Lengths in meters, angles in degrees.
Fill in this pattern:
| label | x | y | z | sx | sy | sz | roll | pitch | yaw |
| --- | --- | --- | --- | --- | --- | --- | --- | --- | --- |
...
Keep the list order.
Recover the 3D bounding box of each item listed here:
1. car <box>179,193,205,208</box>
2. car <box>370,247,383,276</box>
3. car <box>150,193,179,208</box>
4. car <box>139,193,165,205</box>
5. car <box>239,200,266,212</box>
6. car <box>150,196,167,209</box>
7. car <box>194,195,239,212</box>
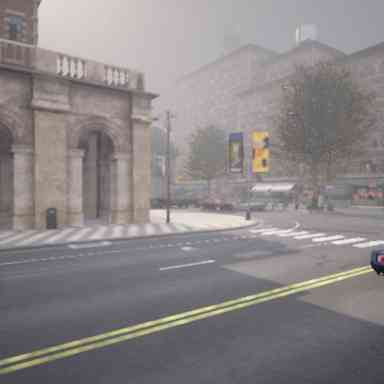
| label | x | y | z | sx | sy | sz | roll | pitch | yaw |
| --- | --- | --- | --- | --- | --- | --- | --- | --- | --- |
| car | 0.856 | 1.210 | 47.635 | 2.150 | 2.045 | 5.566 | 0 | 0 | -35 |
| car | 6.628 | 1.596 | 8.503 | 4.718 | 1.301 | 1.895 | 0 | 0 | -35 |
| car | -3.435 | 1.212 | 47.641 | 2.150 | 2.045 | 5.566 | 0 | 0 | -35 |
| car | -7.227 | 1.210 | 59.130 | 2.150 | 2.045 | 5.566 | 0 | 0 | -35 |
| car | 6.492 | 1.589 | 39.658 | 1.895 | 1.301 | 4.718 | 0 | 0 | -35 |
| car | -5.619 | 1.587 | 45.271 | 1.895 | 1.301 | 4.718 | 0 | 0 | -35 |
| car | 2.740 | 1.468 | 38.903 | 1.882 | 1.535 | 5.008 | 0 | 0 | -35 |
